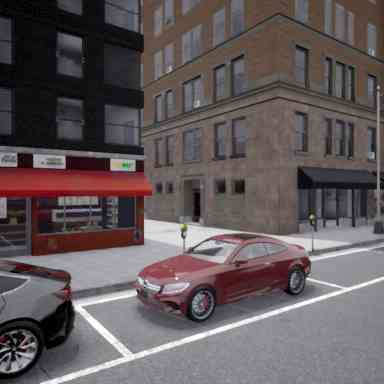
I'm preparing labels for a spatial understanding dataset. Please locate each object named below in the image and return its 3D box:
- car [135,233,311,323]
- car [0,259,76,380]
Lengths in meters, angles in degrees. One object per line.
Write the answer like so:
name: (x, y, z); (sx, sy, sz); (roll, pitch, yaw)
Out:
car: (0.851, 1.581, 7.137); (4.206, 1.307, 1.802); (0, 0, -35)
car: (-3.630, 1.566, 3.945); (4.313, 1.339, 1.947); (0, 0, -35)
